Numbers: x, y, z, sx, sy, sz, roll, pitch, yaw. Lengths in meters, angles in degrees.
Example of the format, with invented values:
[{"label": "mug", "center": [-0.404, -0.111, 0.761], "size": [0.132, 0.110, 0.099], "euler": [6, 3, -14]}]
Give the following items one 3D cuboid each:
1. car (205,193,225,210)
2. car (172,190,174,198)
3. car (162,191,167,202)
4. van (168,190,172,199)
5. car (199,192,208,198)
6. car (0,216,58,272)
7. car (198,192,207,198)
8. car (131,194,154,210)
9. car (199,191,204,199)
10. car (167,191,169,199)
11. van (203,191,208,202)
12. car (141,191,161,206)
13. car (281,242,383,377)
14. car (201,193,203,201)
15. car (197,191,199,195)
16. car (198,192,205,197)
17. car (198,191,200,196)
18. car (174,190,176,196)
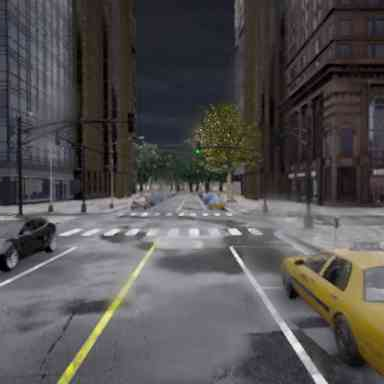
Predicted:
[{"label": "car", "center": [2.758, 1.209, 37.698], "size": [1.752, 1.417, 4.829], "euler": [-1, 1, 0]}, {"label": "car", "center": [-5.766, 0.731, 77.275], "size": [1.967, 1.590, 4.097], "euler": [-1, 1, 0]}, {"label": "car", "center": [-5.769, 0.843, 54.557], "size": [2.192, 1.841, 5.009], "euler": [-1, 1, 0]}, {"label": "van", "center": [-5.767, 0.693, 71.595], "size": [1.690, 1.788, 3.998], "euler": [-1, 1, 0]}, {"label": "car", "center": [2.761, 0.774, 82.960], "size": [2.008, 1.369, 4.403], "euler": [-1, 1, 0]}, {"label": "car", "center": [-5.769, 1.488, 10.551], "size": [1.947, 1.339, 4.313], "euler": [-1, 0, 0]}, {"label": "car", "center": [2.761, 0.714, 88.638], "size": [2.008, 1.369, 4.403], "euler": [-1, 1, 0]}, {"label": "car", "center": [-5.767, 1.274, 37.520], "size": [1.802, 1.307, 4.206], "euler": [-1, 1, 0]}, {"label": "car", "center": [2.759, 0.987, 60.415], "size": [1.752, 1.417, 4.829], "euler": [-1, 1, 0]}, {"label": "car", "center": [-5.766, 1.021, 60.239], "size": [2.008, 1.369, 4.403], "euler": [-1, 1, 0]}, {"label": "van", "center": [2.756, 0.973, 43.206], "size": [1.690, 1.788, 3.998], "euler": [-1, 1, 0]}, {"label": "car", "center": [-5.770, 0.954, 43.198], "size": [2.192, 1.841, 5.009], "euler": [-1, 1, 0]}, {"label": "car", "center": [2.755, 1.481, 5.515], "size": [1.752, 1.417, 4.829], "euler": [-1, 0, 0]}, {"label": "car", "center": [2.759, 1.144, 48.887], "size": [1.947, 1.339, 4.313], "euler": [-1, 1, 0]}, {"label": "car", "center": [2.760, 0.895, 71.603], "size": [2.008, 1.369, 4.403], "euler": [-1, 1, 0]}, {"label": "car", "center": [2.762, 0.683, 94.318], "size": [1.802, 1.307, 4.206], "euler": [-1, 1, 0]}, {"label": "car", "center": [2.760, 0.949, 65.924], "size": [1.887, 1.381, 4.507], "euler": [-1, 1, 0]}, {"label": "car", "center": [-5.764, 0.775, 82.956], "size": [1.887, 1.381, 4.507], "euler": [-1, 1, 0]}]
